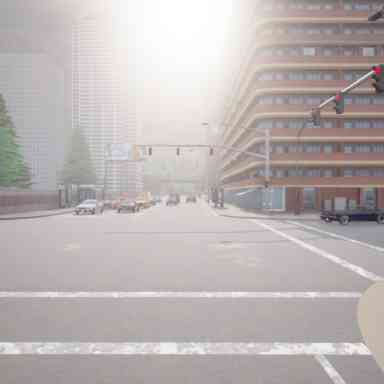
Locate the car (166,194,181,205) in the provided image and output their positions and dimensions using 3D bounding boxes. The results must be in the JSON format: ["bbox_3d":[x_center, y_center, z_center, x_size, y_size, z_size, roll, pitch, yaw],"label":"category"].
[{"bbox_3d":[-3.497,1.547,58.154,2.033,1.411,5.357,0,0,0],"label":"car"}]

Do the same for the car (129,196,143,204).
[{"bbox_3d":[-10.651,1.505,63.985,1.837,1.490,4.892,0,0,0],"label":"car"}]

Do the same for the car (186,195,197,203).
[{"bbox_3d":[-0.118,1.350,69.644,2.097,1.767,4.553,0,0,0],"label":"car"}]

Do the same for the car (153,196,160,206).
[{"bbox_3d":[-7.179,1.491,56.548,2.128,1.511,4.902,0,0,0],"label":"car"}]

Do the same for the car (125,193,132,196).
[{"bbox_3d":[-10.683,1.221,53.568,2.150,2.045,5.566,0,0,0],"label":"car"}]

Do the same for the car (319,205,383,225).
[{"bbox_3d":[11.384,1.545,23.162,4.718,1.301,1.895,0,0,-13],"label":"car"}]

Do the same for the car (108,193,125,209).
[{"bbox_3d":[-10.672,1.352,43.839,2.097,1.767,4.553,0,0,0],"label":"car"}]

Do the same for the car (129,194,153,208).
[{"bbox_3d":[-7.177,1.477,47.069,1.882,1.535,5.008,0,0,0],"label":"car"}]

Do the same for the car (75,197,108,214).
[{"bbox_3d":[-10.658,1.526,34.893,1.812,1.442,4.674,0,0,2],"label":"car"}]

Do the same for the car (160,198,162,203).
[{"bbox_3d":[-7.138,1.526,66.773,1.812,1.442,4.674,0,0,0],"label":"car"}]

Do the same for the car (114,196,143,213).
[{"bbox_3d":[-7.148,1.526,37.730,1.812,1.442,4.674,0,0,0],"label":"car"}]
